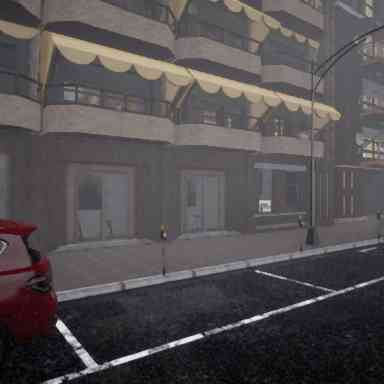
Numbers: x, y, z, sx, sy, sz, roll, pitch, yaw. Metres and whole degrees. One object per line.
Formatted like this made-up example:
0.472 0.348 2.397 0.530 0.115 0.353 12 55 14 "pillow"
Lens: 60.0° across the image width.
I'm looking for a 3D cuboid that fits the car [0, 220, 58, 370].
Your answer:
-4.119 1.314 3.620 5.009 1.841 2.192 0 0 -35 "car"
